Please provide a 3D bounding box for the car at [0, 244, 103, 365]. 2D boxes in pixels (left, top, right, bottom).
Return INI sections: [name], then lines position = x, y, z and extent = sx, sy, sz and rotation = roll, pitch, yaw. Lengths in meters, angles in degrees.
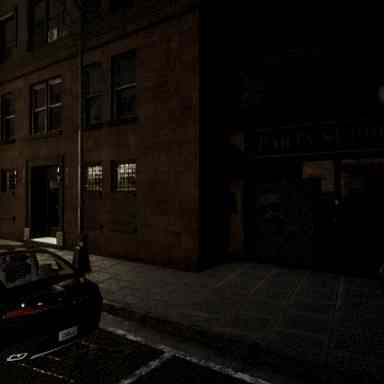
[car]
position = -3.334, 1.551, 5.470
extent = 4.403, 1.369, 2.008
rotation = 0, 0, 36
